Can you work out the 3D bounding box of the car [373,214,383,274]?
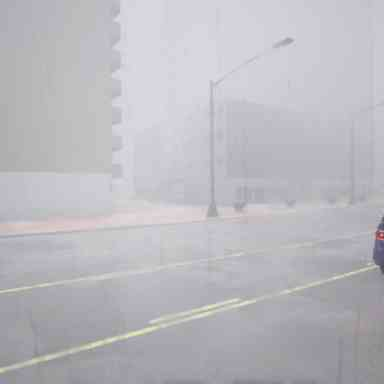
[{"bbox_3d":[6.948,1.147,8.707,5.566,2.045,2.150,-1,1,-36],"label":"car"}]
